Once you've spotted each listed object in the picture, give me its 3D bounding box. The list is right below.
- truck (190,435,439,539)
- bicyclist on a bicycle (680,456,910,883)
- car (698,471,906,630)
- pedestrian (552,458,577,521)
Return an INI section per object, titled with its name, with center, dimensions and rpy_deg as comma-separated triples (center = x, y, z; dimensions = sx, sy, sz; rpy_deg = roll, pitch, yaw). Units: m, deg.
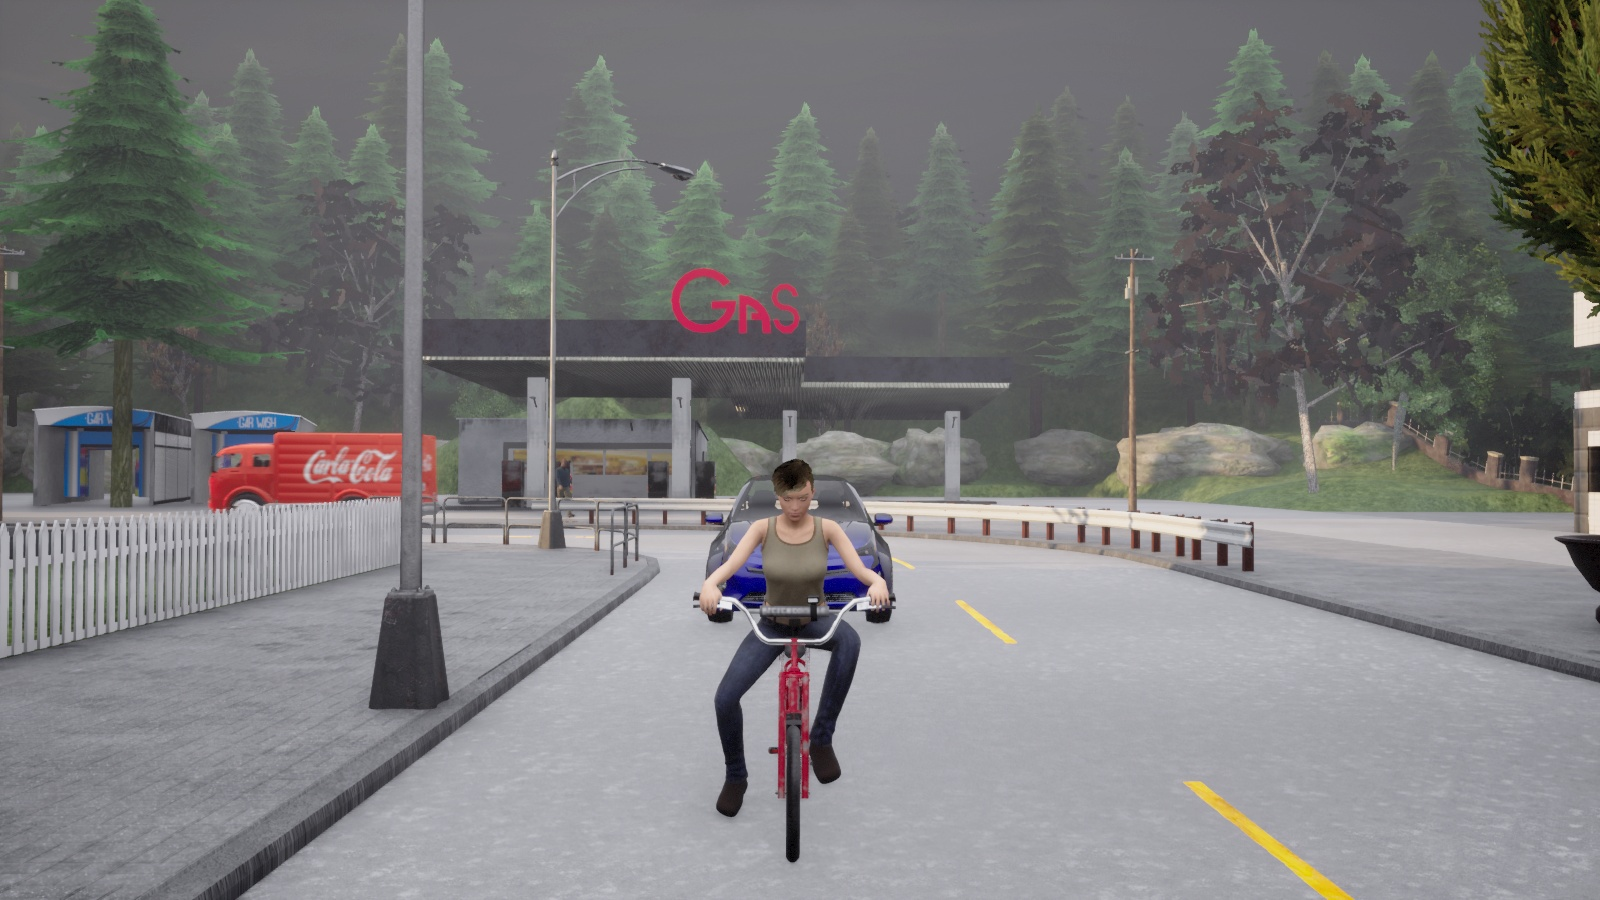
[truck]
center = -12.028, 0.903, 31.448
dimensions = 5.204, 2.467, 2.627
rpy_deg = 0, -1, 0
[bicyclist on a bicycle]
center = -0.018, 0.844, 5.523
dimensions = 0.866, 1.612, 1.509
rpy_deg = 0, -1, 0
[car]
center = -0.022, 1.002, 14.357
dimensions = 2.007, 1.525, 4.514
rpy_deg = 0, -1, -1
[pedestrian]
center = -6.994, 1.176, 37.240
dimensions = 0.402, 1.842, 0.726
rpy_deg = 1, -1, -41
